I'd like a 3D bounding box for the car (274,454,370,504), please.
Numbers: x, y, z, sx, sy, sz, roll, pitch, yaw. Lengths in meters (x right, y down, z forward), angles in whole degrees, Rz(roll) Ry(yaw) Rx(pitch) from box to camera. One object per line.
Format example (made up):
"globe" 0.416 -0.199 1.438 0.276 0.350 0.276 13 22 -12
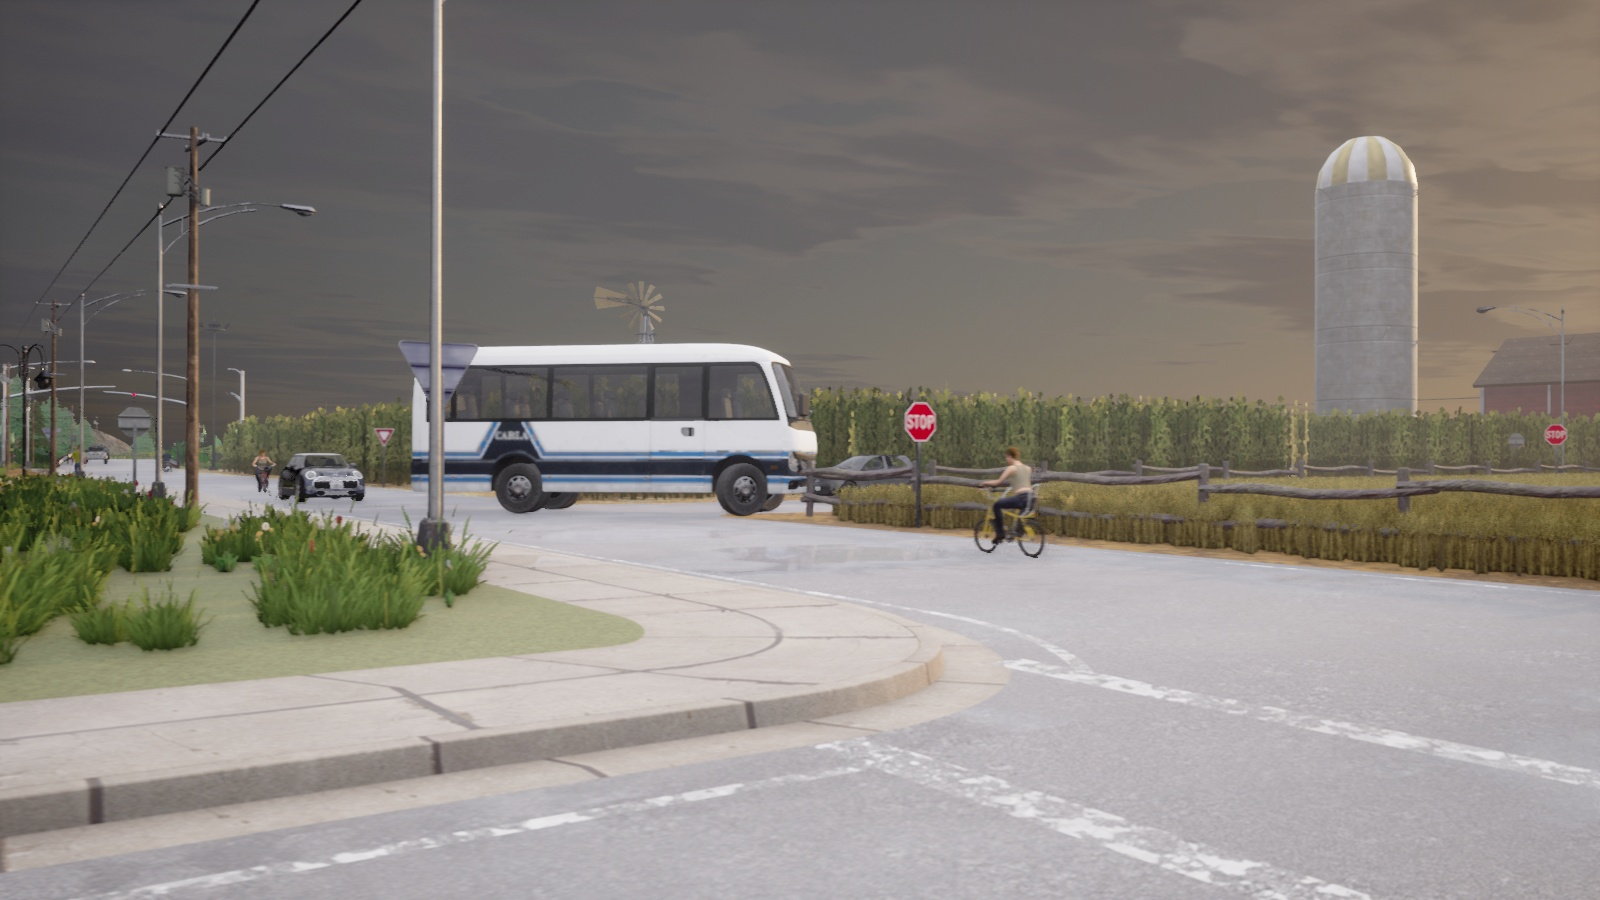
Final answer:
"car" -14.815 0.856 38.819 1.970 1.475 3.806 0 0 -34

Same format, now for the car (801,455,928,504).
"car" 2.050 0.899 39.814 3.633 1.501 1.845 0 0 -34

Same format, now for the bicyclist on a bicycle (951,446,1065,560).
"bicyclist on a bicycle" 3.053 0.746 18.577 0.866 1.612 1.509 0 0 -34

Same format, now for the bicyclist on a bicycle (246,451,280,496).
"bicyclist on a bicycle" -19.697 0.854 46.041 0.866 1.612 1.509 0 -1 -35

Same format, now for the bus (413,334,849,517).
"bus" -4.134 -0.524 32.000 10.273 4.253 3.944 0 0 10

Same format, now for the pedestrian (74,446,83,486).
"pedestrian" -33.101 0.742 57.585 0.354 1.836 0.706 0 0 -30
